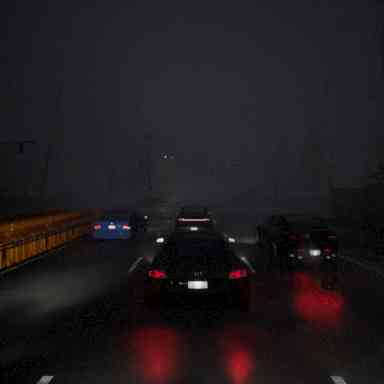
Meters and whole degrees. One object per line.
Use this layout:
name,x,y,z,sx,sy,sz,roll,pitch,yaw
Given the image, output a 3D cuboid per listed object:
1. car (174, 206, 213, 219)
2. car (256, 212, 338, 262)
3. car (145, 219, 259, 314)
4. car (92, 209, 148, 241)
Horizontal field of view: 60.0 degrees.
car,0.093,1.492,17.672,2.128,1.511,4.902,0,0,0
car,3.593,1.506,12.145,1.837,1.490,4.892,0,0,0
car,0.097,1.564,7.723,1.994,1.385,4.181,0,0,0
car,-3.407,1.547,16.607,2.033,1.411,5.357,0,0,0
